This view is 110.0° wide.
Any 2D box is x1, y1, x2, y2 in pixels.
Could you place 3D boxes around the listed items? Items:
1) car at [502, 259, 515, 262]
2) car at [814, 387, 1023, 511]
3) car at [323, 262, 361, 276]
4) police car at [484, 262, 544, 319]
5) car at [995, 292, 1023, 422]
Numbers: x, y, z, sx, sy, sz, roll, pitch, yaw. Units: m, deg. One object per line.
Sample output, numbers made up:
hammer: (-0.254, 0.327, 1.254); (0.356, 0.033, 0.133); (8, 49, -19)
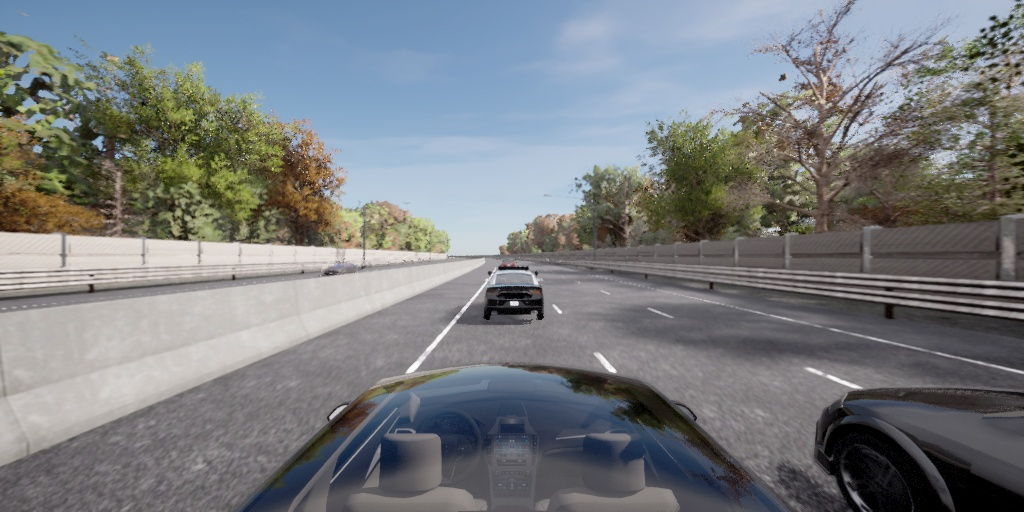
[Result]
car: (-0.403, 1.117, 43.007); (2.097, 1.767, 4.553); (0, 0, -1)
car: (3.593, 1.313, 1.339); (1.994, 1.385, 4.181); (0, 0, 0)
car: (-17.886, 1.376, 38.004); (2.033, 1.411, 5.357); (0, 0, -1)
police car: (0.051, 1.179, 13.019); (1.930, 1.638, 5.238); (0, 0, 0)
car: (7.092, 1.226, 2.058); (1.882, 1.535, 5.008); (0, 0, 0)
